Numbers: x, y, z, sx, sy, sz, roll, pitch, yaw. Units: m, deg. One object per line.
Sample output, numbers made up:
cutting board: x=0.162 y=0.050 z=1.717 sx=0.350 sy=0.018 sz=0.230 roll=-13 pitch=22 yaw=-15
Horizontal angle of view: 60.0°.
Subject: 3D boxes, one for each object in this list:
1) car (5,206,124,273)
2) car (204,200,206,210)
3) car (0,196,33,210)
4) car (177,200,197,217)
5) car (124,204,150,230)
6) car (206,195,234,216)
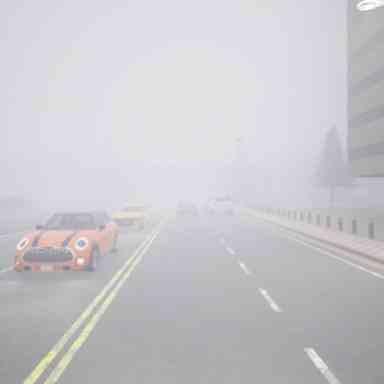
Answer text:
car: x=-3.794 y=1.390 z=10.831 sx=2.097 sy=1.767 sz=4.553 roll=0 pitch=0 yaw=-1
car: x=2.750 y=1.505 z=44.012 sx=2.097 sy=1.767 sz=4.553 roll=0 pitch=0 yaw=-1
car: x=-21.856 y=1.302 z=41.683 sx=1.932 sy=1.855 sz=4.605 roll=0 pitch=0 yaw=-1
car: x=-0.516 y=1.714 z=32.182 sx=1.895 sy=1.301 sz=4.718 roll=0 pitch=0 yaw=-1
car: x=-3.941 y=1.556 z=22.179 sx=1.882 sy=1.535 sz=5.008 roll=0 pitch=0 yaw=-1
car: x=2.942 y=1.342 z=34.376 sx=2.150 sy=2.045 sz=5.566 roll=0 pitch=0 yaw=-1
